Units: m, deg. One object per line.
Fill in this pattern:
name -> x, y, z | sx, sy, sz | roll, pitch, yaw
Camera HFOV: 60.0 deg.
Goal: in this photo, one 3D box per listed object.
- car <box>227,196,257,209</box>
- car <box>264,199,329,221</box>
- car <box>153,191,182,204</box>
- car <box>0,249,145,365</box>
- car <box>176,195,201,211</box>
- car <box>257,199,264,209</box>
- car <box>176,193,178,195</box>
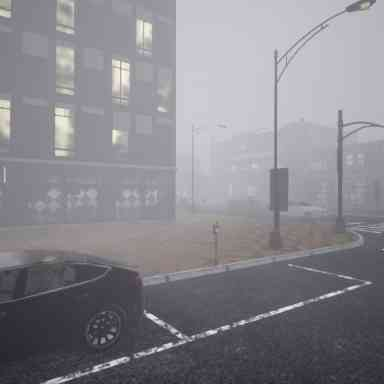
car -> 5.917, 1.130, 38.672 | 1.967, 1.590, 4.097 | 1, 0, -36
car -> 8.204, 1.332, 25.771 | 1.812, 1.442, 4.674 | 0, 0, -36
car -> -3.949, 0.793, 52.065 | 2.192, 1.841, 5.009 | 1, 0, -36
car -> -2.738, 1.566, 4.601 | 4.313, 1.339, 1.947 | 0, 0, -36
car -> -0.832, 1.231, 33.700 | 1.802, 1.307, 4.206 | 1, 0, -36
car -> 9.205, 1.340, 34.206 | 1.802, 1.307, 4.206 | 1, 0, -36
car -> -1.749, 1.162, 39.305 | 1.994, 1.385, 4.181 | 0, 0, -36
